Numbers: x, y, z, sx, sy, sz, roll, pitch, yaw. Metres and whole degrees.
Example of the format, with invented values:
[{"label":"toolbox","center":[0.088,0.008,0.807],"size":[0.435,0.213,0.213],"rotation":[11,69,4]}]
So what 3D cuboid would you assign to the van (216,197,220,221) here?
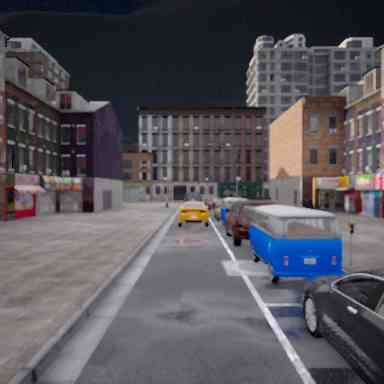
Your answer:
[{"label":"van","center":[2.631,1.252,20.229],"size":[1.690,1.788,3.998],"rotation":[0,0,0]}]

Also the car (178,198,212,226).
[{"label":"car","center":[0.098,1.378,22.596],"size":[1.882,1.535,5.008],"rotation":[0,0,0]}]

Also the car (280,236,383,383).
[{"label":"car","center":[2.635,1.534,3.804],"size":[2.008,1.369,4.403],"rotation":[0,0,0]}]

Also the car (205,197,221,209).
[{"label":"car","center":[2.628,1.338,42.302],"size":[1.752,1.417,4.829],"rotation":[0,0,0]}]

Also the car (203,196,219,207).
[{"label":"car","center":[2.627,1.340,47.608],"size":[2.008,1.369,4.403],"rotation":[0,0,0]}]

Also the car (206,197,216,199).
[{"label":"car","center":[2.629,1.278,36.656],"size":[1.967,1.590,4.097],"rotation":[0,0,0]}]

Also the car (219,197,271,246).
[{"label":"car","center":[2.632,1.250,14.754],"size":[2.192,1.841,5.009],"rotation":[0,0,0]}]

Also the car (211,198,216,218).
[{"label":"car","center":[2.631,1.411,25.876],"size":[1.752,1.417,4.829],"rotation":[0,0,0]}]

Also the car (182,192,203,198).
[{"label":"car","center":[0.091,1.051,37.934],"size":[2.150,2.045,5.566],"rotation":[0,0,0]}]

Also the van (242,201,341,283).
[{"label":"van","center":[2.633,1.300,9.278],"size":[1.690,1.788,3.998],"rotation":[0,0,0]}]
